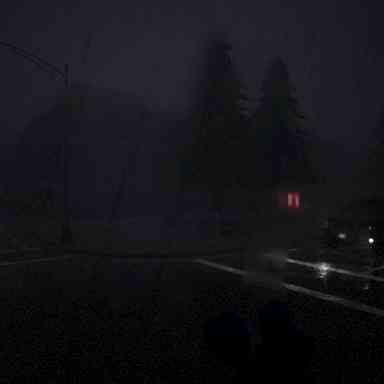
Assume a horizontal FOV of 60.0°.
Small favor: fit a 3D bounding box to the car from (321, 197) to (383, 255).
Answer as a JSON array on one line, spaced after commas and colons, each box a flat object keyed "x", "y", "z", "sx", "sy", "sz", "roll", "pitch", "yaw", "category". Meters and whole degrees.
[{"x": 7.682, "y": 1.248, "z": 13.754, "sx": 5.566, "sy": 2.045, "sz": 2.150, "roll": 0, "pitch": 0, "yaw": -37, "category": "car"}]
